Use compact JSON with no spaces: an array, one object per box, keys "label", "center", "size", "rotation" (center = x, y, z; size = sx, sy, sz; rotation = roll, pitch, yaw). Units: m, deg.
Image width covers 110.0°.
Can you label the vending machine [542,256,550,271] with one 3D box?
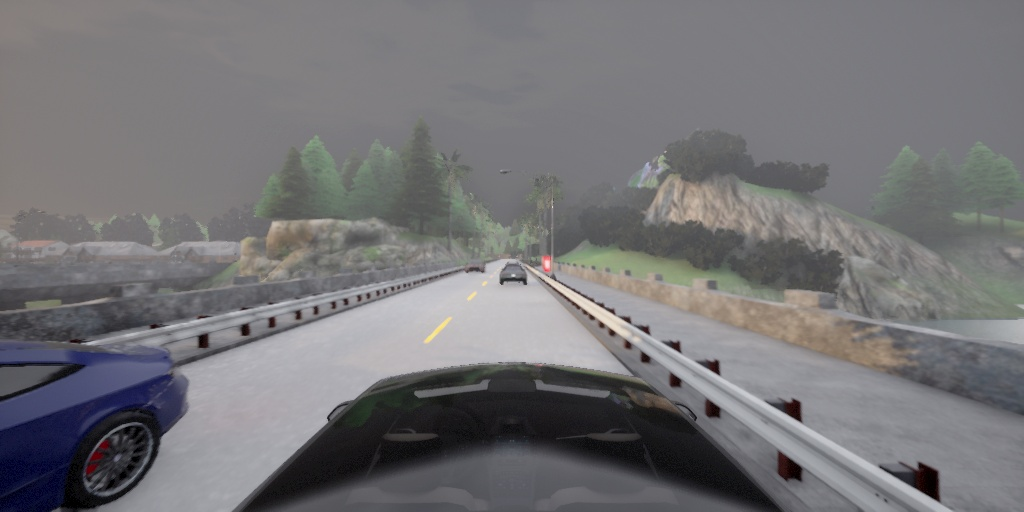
[{"label":"vending machine","center":[4.293,0.965,44.902],"size":[1.100,2.100,0.880],"rotation":[0,0,0]}]

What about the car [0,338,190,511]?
[{"label":"car","center":[-4.100,1.275,1.653],"size":[1.812,1.442,4.674],"rotation":[0,0,0]}]

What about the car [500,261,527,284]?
[{"label":"car","center":[0.097,1.325,27.150],"size":[1.994,1.385,4.181],"rotation":[0,0,0]}]

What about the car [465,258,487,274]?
[{"label":"car","center":[-4.078,1.121,40.920],"size":[2.097,1.767,4.553],"rotation":[0,0,0]}]
